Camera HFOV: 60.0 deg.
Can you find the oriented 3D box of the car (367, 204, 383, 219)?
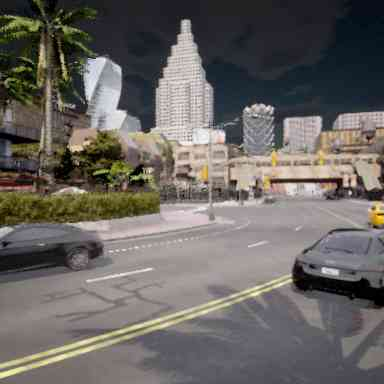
[{"bbox_3d":[12.488,1.494,21.354,1.882,1.535,5.008,0,0,22],"label":"car"}]

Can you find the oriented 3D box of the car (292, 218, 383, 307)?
[{"bbox_3d":[4.167,1.575,8.189,1.994,1.385,4.181,0,0,43],"label":"car"}]

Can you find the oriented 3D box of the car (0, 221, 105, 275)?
[{"bbox_3d":[-4.800,1.588,9.403,4.674,1.442,1.812,0,0,-41],"label":"car"}]

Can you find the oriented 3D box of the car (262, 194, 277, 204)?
[{"bbox_3d":[16.660,1.659,71.276,2.097,1.535,5.008,0,0,15],"label":"car"}]

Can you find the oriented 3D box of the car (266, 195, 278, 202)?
[{"bbox_3d":[21.215,1.698,87.863,2.231,1.521,4.892,0,0,25],"label":"car"}]

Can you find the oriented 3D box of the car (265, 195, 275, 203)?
[{"bbox_3d":[18.264,1.548,77.500,2.185,1.767,4.553,0,0,15],"label":"car"}]
